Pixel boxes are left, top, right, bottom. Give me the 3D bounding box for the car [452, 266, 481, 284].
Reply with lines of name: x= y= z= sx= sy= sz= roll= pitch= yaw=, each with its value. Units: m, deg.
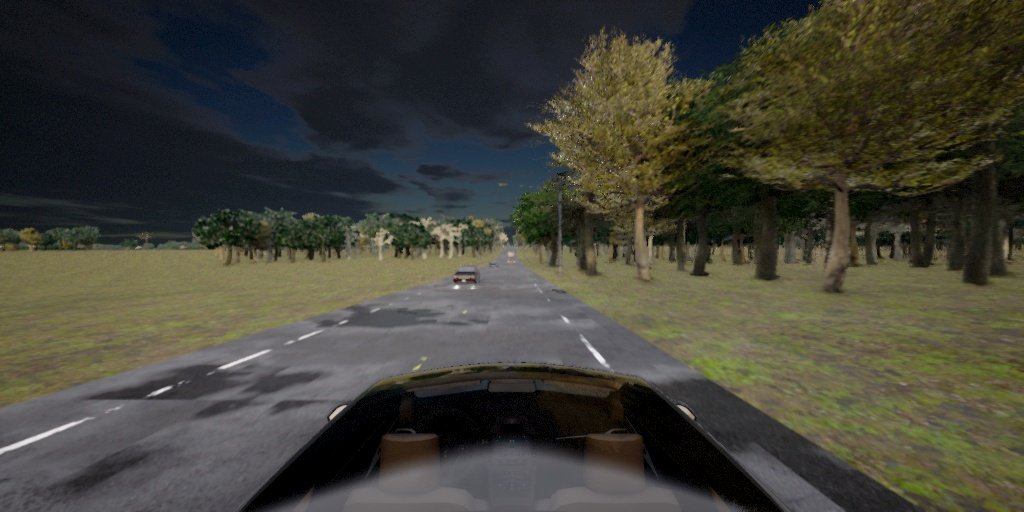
car: x=-3.600 y=1.503 z=29.541 sx=2.033 sy=1.411 sz=5.357 roll=0 pitch=0 yaw=0
